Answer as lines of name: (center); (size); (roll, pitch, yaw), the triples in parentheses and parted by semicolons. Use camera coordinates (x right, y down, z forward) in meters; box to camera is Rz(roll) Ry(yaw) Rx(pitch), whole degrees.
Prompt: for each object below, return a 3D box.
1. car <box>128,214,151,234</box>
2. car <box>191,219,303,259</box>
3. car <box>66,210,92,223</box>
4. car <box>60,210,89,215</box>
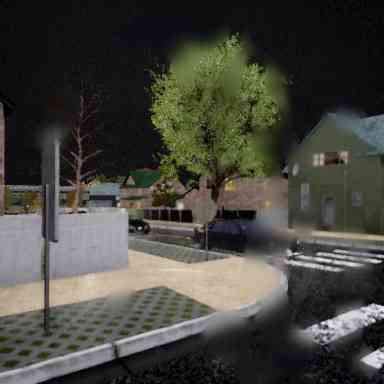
car: (-4.637, 2.328, 23.944); (1.994, 1.385, 4.181); (0, -2, -35)
car: (2.033, 1.868, 14.231); (2.033, 1.411, 5.357); (0, -2, -33)
car: (-14.812, 3.097, 43.375); (1.882, 1.535, 5.008); (0, -2, -35)
car: (-11.590, 2.731, 33.804); (1.837, 1.490, 4.892); (0, -3, -35)
